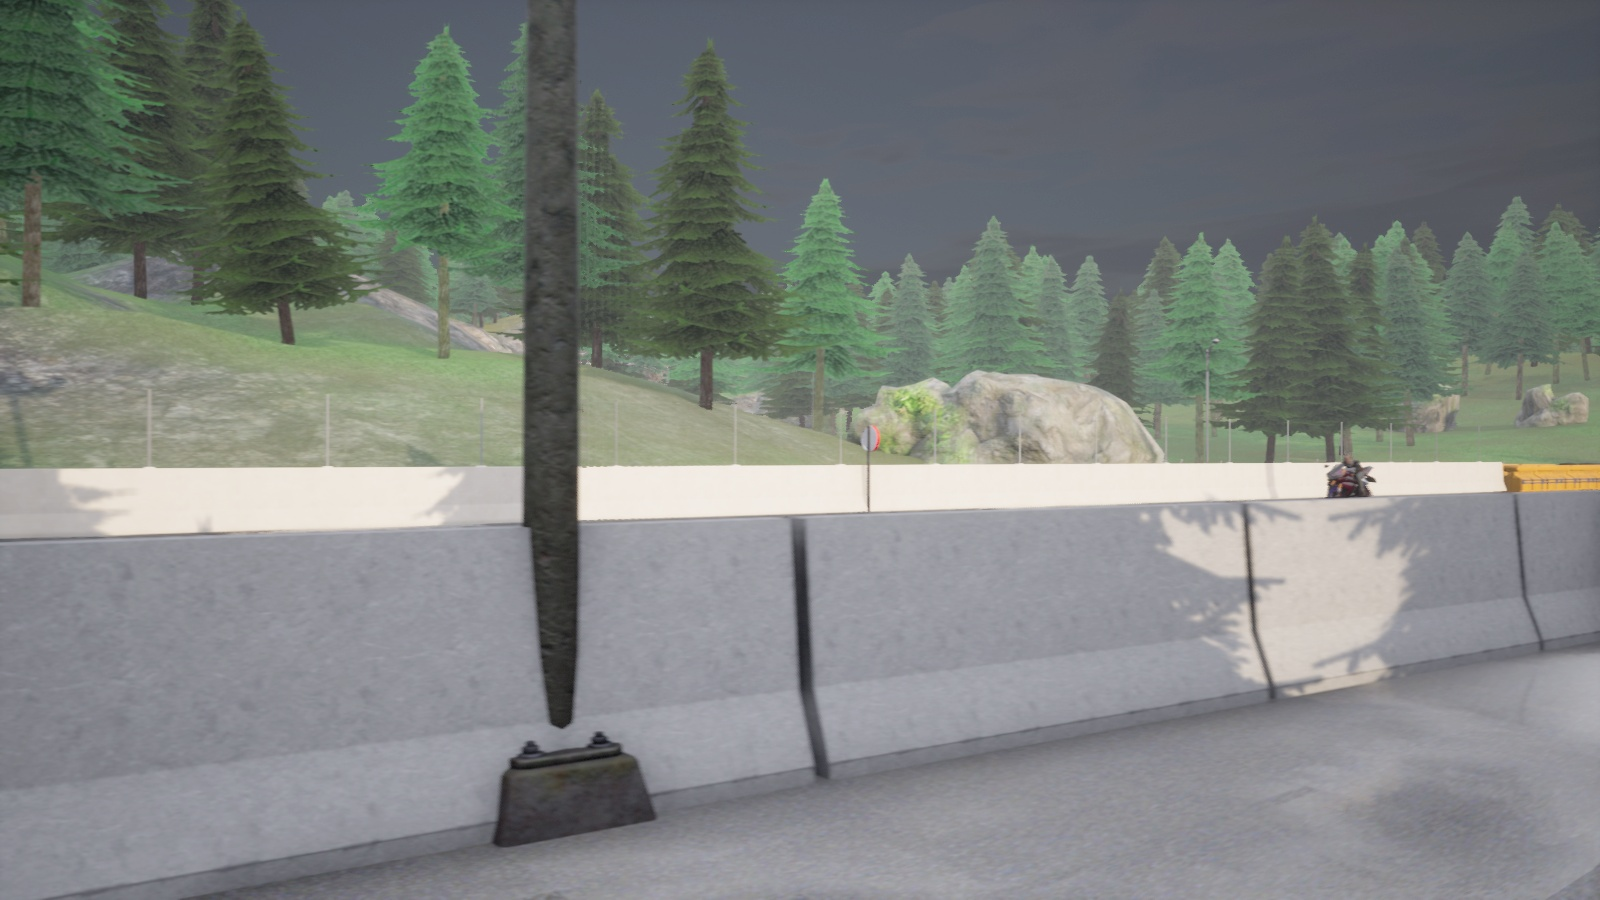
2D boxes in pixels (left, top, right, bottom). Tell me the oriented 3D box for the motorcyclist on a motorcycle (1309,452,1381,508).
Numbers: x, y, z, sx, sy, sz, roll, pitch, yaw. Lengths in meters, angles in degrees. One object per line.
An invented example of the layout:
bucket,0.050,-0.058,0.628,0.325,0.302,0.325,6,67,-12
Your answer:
motorcyclist on a motorcycle,15.537,0.835,35.794,2.191,1.530,0.866,0,0,-35
